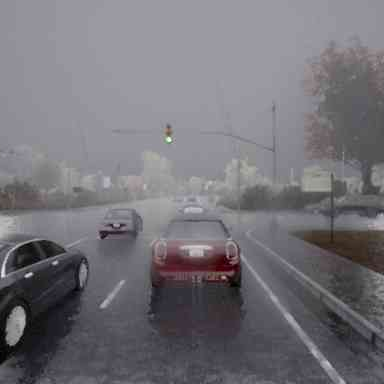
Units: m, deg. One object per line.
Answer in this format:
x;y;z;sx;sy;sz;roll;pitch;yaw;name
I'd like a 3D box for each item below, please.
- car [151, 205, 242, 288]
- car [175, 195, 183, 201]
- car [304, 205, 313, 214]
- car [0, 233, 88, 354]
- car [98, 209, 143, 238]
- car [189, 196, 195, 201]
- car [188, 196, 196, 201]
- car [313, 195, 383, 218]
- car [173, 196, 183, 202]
0.099;1.376;9.451;2.097;1.767;4.553;0;0;0;car
-3.468;1.640;89.390;1.994;1.385;4.181;0;0;1;car
13.982;1.595;34.003;4.892;1.490;1.837;0;0;3;car
-3.401;1.521;6.106;1.837;1.490;4.892;0;0;0;car
-3.715;1.595;17.858;2.033;1.411;5.357;0;0;-5;car
0.034;1.761;89.398;1.812;1.442;4.674;0;0;1;car
-0.007;1.710;79.044;1.837;1.490;4.892;0;0;0;car
14.462;1.302;30.469;5.566;2.045;2.150;0;0;3;car
-3.506;1.755;79.364;1.994;1.385;4.181;0;0;0;car
